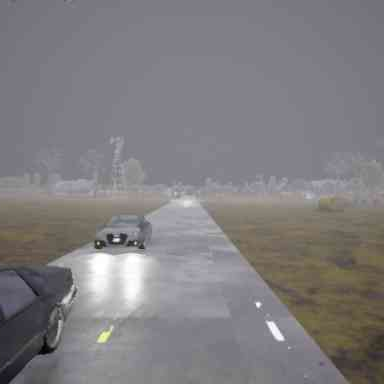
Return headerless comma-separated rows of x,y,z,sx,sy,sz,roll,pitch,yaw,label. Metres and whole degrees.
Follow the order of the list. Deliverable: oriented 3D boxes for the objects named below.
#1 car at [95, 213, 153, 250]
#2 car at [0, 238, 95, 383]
-2.883,1.654,14.702,1.994,1.385,4.181,0,0,0,car
-2.855,1.576,3.467,2.033,1.411,5.357,0,0,0,car
